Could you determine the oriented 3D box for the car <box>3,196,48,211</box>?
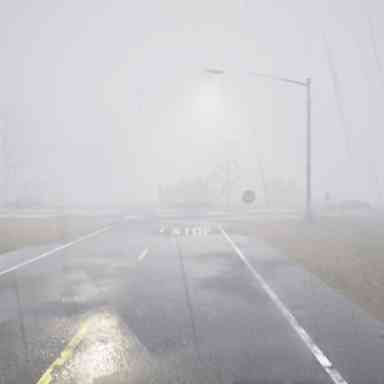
[{"bbox_3d":[-19.069,1.234,38.099,4.553,1.767,2.097,0,0,-2],"label":"car"}]

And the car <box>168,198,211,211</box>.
[{"bbox_3d":[-0.272,1.459,38.603,5.008,1.535,1.882,0,0,-1],"label":"car"}]

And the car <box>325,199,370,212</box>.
[{"bbox_3d":[18.231,1.551,39.108,5.008,1.535,1.882,-1,0,-2],"label":"car"}]
